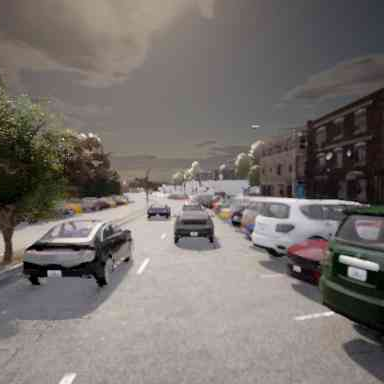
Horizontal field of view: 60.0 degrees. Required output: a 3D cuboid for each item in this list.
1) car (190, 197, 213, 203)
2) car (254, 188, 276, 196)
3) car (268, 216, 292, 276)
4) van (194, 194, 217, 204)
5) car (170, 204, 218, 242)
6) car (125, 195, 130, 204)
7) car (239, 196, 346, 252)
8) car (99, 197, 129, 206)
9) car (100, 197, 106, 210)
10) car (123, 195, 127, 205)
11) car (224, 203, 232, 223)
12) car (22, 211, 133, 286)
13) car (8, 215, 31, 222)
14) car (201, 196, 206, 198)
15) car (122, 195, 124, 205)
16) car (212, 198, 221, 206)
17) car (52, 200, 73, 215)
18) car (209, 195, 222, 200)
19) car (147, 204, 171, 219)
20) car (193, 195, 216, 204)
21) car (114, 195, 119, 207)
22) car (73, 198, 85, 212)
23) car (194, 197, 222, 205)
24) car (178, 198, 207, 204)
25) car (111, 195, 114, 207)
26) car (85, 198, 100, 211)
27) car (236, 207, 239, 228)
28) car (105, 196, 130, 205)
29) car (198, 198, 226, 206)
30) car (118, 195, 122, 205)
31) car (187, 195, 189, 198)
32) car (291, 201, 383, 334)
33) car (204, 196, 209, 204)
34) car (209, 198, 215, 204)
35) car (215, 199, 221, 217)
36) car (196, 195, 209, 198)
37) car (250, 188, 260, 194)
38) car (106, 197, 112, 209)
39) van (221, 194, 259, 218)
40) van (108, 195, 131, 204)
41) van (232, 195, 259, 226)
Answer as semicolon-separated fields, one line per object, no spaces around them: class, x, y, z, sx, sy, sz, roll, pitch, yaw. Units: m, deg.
car;2.267;1.822;77.763;4.792;1.488;2.163;1;-1;-26
car;19.844;-0.024;90.482;2.435;2.045;5.566;-7;4;-30
car;4.757;1.518;8.474;5.008;1.535;2.097;1;0;-20
van;2.822;1.525;68.716;4.442;1.987;1.878;1;0;-25
car;0.091;1.575;16.798;1.837;1.490;4.892;0;0;0
car;-14.785;1.775;62.773;5.366;1.575;1.946;-1;0;-24
car;4.781;1.279;11.494;5.566;2.045;2.435;1;-1;-20
car;-15.355;1.793;65.567;5.366;1.575;1.946;-1;0;-24
car;-13.768;1.716;42.013;4.792;1.488;2.163;-1;-1;-22
car;-14.730;1.807;59.738;4.674;1.452;2.002;-1;0;-24
car;4.777;1.597;20.518;4.792;1.488;2.163;1;-1;-20
car;-2.917;1.532;9.494;2.128;1.511;4.902;0;0;0
car;-13.480;1.345;21.224;5.566;2.045;2.435;-1;0;-20
car;4.263;1.671;47.662;5.008;1.535;2.097;1;0;-23
car;-14.528;1.794;56.784;4.674;1.452;2.002;-1;0;-23
car;4.716;1.602;29.544;5.008;1.535;2.097;1;0;-21
car;-13.491;1.509;30.155;4.553;1.767;2.185;-1;0;-21
car;4.598;1.500;35.582;4.553;1.767;2.185;1;-1;-21
car;-2.986;1.730;31.042;1.895;1.301;4.718;0;0;-1
car;2.691;1.638;71.789;4.553;1.767;2.185;1;0;-25
car;-14.355;1.726;50.797;5.366;1.575;1.946;-1;0;-23
car;-13.555;1.648;33.110;5.008;1.535;2.097;-1;0;-21
car;3.174;1.741;65.757;4.892;1.521;2.231;1;0;-25
car;-0.011;1.624;32.352;2.128;1.511;4.902;0;0;-1
car;-14.070;1.589;47.907;4.553;1.767;2.185;-1;-1;-22
car;-13.731;1.704;39.019;4.792;1.488;2.163;-1;0;-22
car;4.757;1.542;14.485;5.008;1.535;2.097;1;0;-20
car;-15.408;1.681;68.608;4.553;1.767;2.185;-1;0;-25
car;3.604;1.757;59.729;4.674;1.452;2.002;1;0;-24
car;-14.322;1.614;53.839;4.553;1.767;2.185;-1;0;-23
car;2.213;1.770;74.703;5.366;1.575;1.946;1;0;-26
car;4.781;1.254;5.486;5.566;2.045;2.435;1;-1;-20
car;4.469;1.648;41.627;5.008;1.535;2.097;1;-1;-22
car;4.659;1.615;32.562;4.892;1.521;2.231;1;-1;-21
car;4.901;1.590;26.601;5.366;1.575;1.946;1;-1;-20
car;4.099;1.431;50.666;5.566;2.045;2.435;1;0;-23
car;16.898;0.554;89.960;2.002;1.452;4.674;-7;4;-31
car;-13.901;1.700;44.955;5.008;1.535;2.097;-1;0;-22
van;4.638;1.351;23.474;4.442;1.987;1.878;1;0;-20
van;-15.607;1.593;71.596;4.442;1.987;1.878;-1;0;-25
van;4.648;1.327;17.450;4.442;1.987;1.878;1;0;-20
